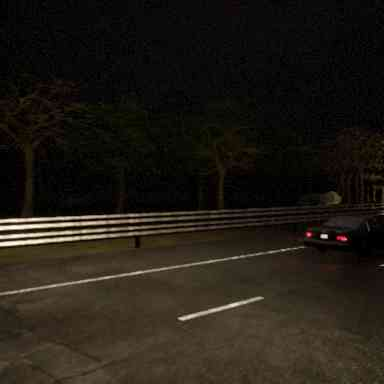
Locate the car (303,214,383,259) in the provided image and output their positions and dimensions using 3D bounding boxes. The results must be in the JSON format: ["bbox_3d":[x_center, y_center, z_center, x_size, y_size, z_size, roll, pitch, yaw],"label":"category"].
[{"bbox_3d":[6.503,1.546,12.677,5.357,1.411,2.033,0,0,-35],"label":"car"}]
